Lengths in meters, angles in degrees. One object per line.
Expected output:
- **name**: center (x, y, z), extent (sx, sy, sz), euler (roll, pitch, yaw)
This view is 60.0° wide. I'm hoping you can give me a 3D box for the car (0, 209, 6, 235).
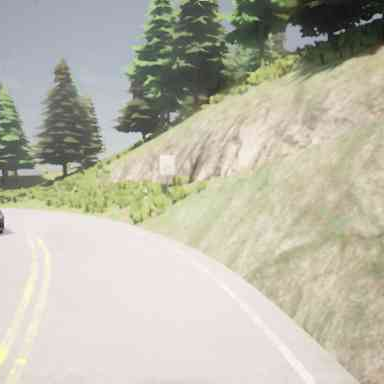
- **car**: center (-8.044, 0.707, 11.809), extent (1.812, 1.442, 4.674), euler (-2, 3, -41)
